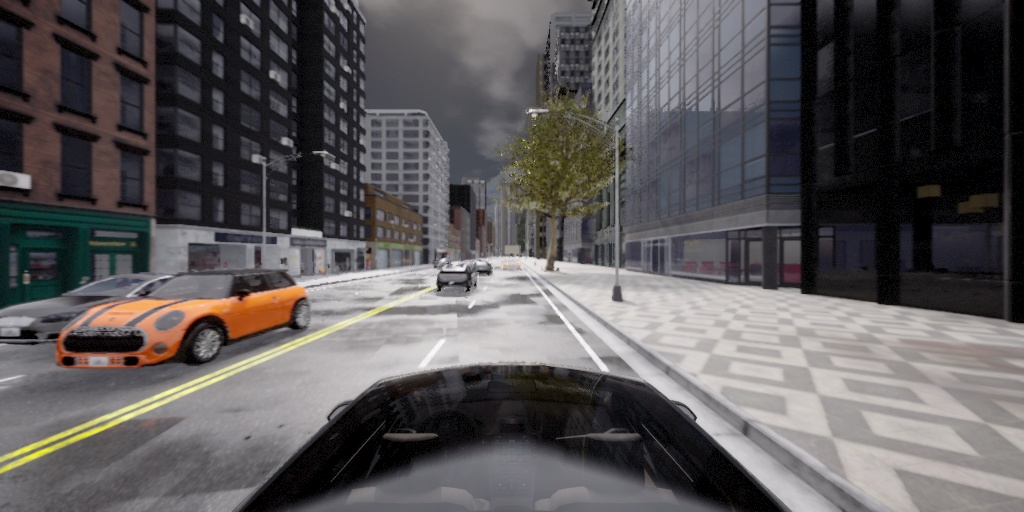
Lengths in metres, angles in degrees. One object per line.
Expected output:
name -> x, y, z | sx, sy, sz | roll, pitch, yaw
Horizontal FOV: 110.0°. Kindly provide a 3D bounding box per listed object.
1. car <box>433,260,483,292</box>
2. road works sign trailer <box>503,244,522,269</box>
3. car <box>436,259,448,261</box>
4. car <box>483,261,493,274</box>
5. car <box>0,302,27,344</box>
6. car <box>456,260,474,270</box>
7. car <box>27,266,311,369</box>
car -> -3.149, 1.197, 21.115 | 2.128, 1.511, 4.902 | 0, 0, 0
road works sign trailer -> -0.001, 0.105, 52.083 | 2.380, 3.560, 2.880 | 0, 0, 0
car -> -9.821, 1.134, 50.507 | 2.128, 1.511, 4.902 | 0, 0, 0
car -> -3.151, 1.231, 38.559 | 1.994, 1.385, 4.181 | 0, 0, 0
car -> -9.848, 1.222, 9.487 | 2.128, 1.511, 4.902 | 0, 0, 0
car -> -6.572, 1.244, 50.282 | 1.895, 1.301, 4.718 | 0, 0, 0
car -> -6.600, 1.086, 7.966 | 2.097, 1.767, 4.553 | 0, 0, 0
